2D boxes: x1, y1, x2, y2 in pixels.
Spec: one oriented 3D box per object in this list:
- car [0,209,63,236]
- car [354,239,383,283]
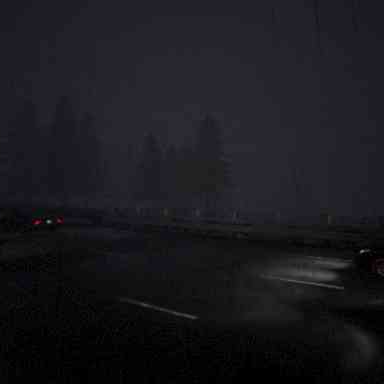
[{"bbox_3d":[-9.865,1.700,19.664,5.357,1.411,2.033,-1,0,36],"label":"car"},{"bbox_3d":[6.483,1.523,7.962,4.674,1.442,1.812,0,0,36],"label":"car"}]
